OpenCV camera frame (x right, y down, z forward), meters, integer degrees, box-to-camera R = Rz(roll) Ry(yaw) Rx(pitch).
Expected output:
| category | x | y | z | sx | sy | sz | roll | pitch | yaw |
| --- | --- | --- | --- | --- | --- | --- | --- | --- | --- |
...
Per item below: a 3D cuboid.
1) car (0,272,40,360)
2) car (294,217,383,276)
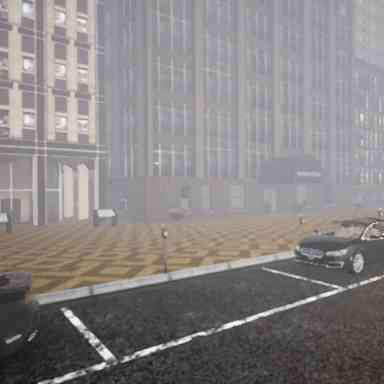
| category | x | y | z | sx | sy | sz | roll | pitch | yaw |
| --- | --- | --- | --- | --- | --- | --- | --- | --- | --- |
| car | -4.090 | 1.560 | 3.652 | 4.403 | 1.369 | 2.008 | -1 | 0 | -35 |
| car | 4.920 | 1.479 | 10.040 | 4.403 | 1.369 | 2.008 | -1 | 0 | -35 |
